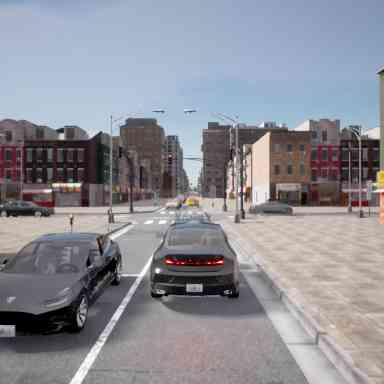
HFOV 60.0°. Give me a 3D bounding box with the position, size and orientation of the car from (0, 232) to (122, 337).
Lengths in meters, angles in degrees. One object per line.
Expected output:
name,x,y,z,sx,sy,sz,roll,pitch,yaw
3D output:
car,-2.622,1.567,6.819,1.947,1.339,4.313,0,0,0

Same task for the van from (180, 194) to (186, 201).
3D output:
van,-2.470,1.560,95.037,1.690,1.788,3.998,0,0,0

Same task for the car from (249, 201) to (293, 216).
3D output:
car,7.686,1.584,32.640,4.181,1.385,1.994,0,-1,5

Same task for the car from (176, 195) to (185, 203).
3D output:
car,-2.509,1.573,72.615,1.967,1.590,4.097,0,0,0

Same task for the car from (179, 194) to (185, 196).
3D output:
car,-2.519,1.554,67.010,1.967,1.590,4.097,0,0,0

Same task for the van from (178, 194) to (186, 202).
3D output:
van,-2.489,1.516,83.827,1.690,1.788,3.998,0,0,0

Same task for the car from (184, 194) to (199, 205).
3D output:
car,0.165,1.551,53.963,1.882,1.535,5.008,0,0,0

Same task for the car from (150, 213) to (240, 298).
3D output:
car,0.085,1.508,8.496,1.837,1.490,4.892,0,0,1

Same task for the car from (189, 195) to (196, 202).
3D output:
car,0.145,1.654,84.383,1.882,1.535,5.008,0,0,0

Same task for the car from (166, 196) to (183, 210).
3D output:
car,-2.557,1.576,44.419,1.752,1.417,4.829,0,0,0

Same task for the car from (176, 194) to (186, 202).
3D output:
car,-2.499,1.468,78.221,2.192,1.841,5.009,0,0,0

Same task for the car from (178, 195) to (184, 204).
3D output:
car,-2.547,1.609,50.193,1.887,1.381,4.507,0,0,0

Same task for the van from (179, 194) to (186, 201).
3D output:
van,-2.479,1.538,89.432,1.690,1.788,3.998,0,0,0

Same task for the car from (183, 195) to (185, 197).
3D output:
car,-2.538,1.661,55.799,1.802,1.307,4.206,0,0,0

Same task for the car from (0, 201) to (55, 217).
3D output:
car,-14.713,1.542,29.512,4.892,1.490,1.837,0,0,0

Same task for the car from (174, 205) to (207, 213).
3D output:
car,0.059,1.610,17.707,1.895,1.301,4.718,0,0,1
